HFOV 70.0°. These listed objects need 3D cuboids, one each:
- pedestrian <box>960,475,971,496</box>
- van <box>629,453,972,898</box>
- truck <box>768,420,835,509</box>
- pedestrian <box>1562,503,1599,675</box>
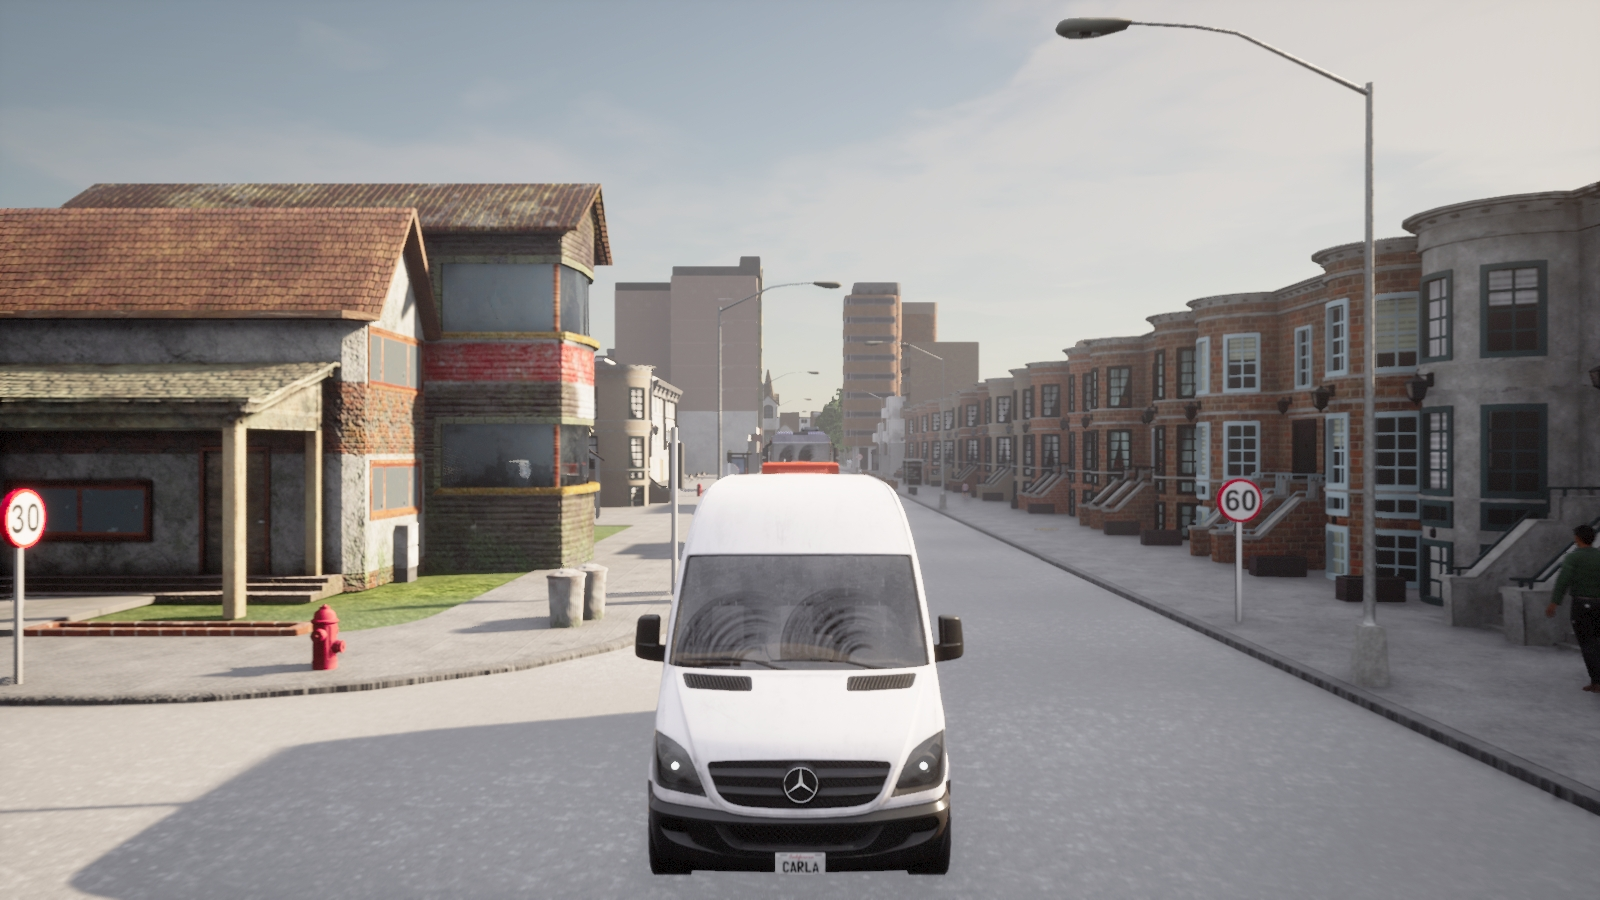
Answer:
[{"bbox_3d":[8.878,1.890,61.267,0.500,1.100,0.500,0,0,-7],"label":"pedestrian"},{"bbox_3d":[0.002,1.312,9.573,1.988,2.561,5.915,0,0,0],"label":"van"},{"bbox_3d":[0.029,0.653,53.388,2.891,3.827,8.468,0,-1,0],"label":"truck"},{"bbox_3d":[8.719,1.523,12.621,0.375,1.860,0.375,0,0,7],"label":"pedestrian"}]
